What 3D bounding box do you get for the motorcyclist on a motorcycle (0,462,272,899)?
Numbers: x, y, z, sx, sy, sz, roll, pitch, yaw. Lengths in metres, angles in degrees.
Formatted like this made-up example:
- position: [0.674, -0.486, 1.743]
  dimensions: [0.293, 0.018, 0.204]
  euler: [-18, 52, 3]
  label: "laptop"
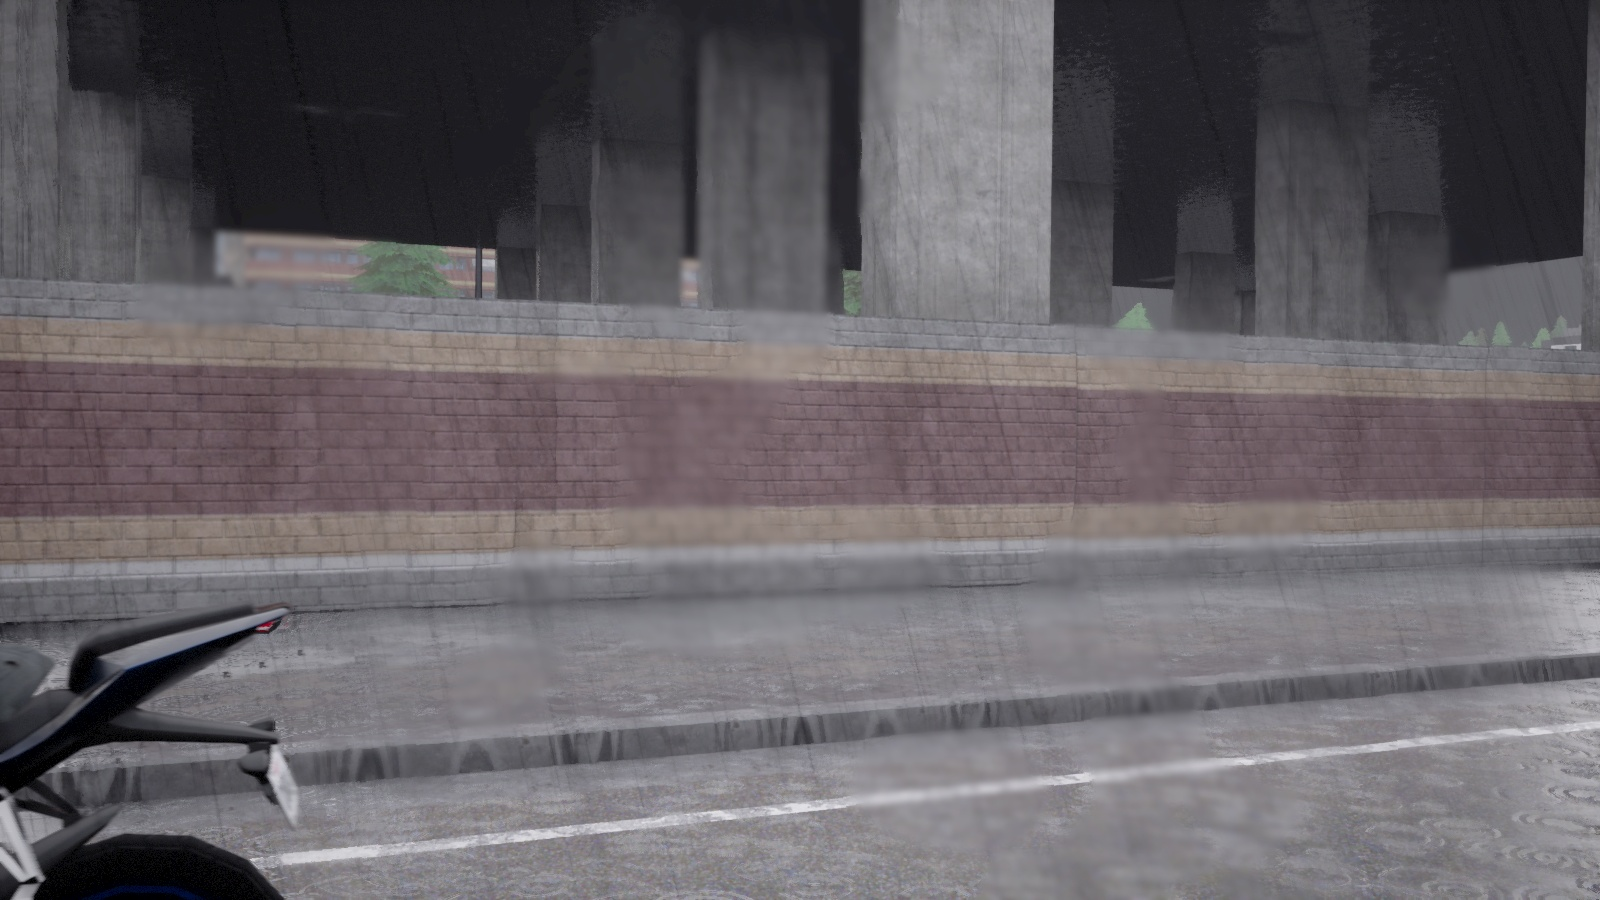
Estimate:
- position: [-2.219, 0.818, 2.397]
  dimensions: [2.191, 1.530, 0.866]
  euler: [-1, 1, -21]
  label: "motorcyclist on a motorcycle"
